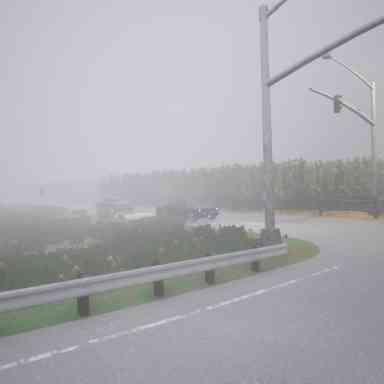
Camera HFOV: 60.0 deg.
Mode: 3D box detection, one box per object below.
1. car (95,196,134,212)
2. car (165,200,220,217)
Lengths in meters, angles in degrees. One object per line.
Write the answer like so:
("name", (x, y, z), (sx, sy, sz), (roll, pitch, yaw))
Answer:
("car", (-7.033, 1.124, 29.821), (1.837, 1.490, 4.892), (-3, 2, -40))
("car", (-0.368, 1.180, 22.021), (1.895, 1.301, 4.718), (-3, 2, -41))
